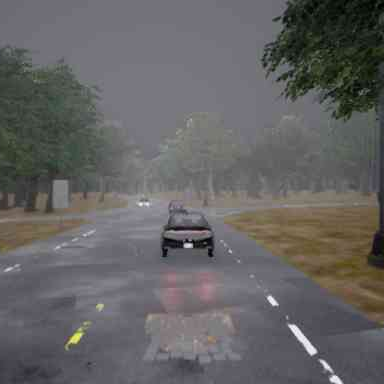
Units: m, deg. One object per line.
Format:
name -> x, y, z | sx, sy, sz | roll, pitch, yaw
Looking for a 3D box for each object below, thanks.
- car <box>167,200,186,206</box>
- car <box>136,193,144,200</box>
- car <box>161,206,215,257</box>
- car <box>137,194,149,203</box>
car -> -1.617, 1.554, 35.329 | 2.033, 1.411, 5.357 | -1, 2, -6
car -> -13.364, 1.160, 86.658 | 2.150, 2.045, 5.566 | 0, 0, -13
car -> -0.202, 1.532, 13.215 | 2.128, 1.511, 4.902 | 0, 0, -2
car -> -10.169, 1.609, 71.152 | 1.895, 1.301, 4.718 | 0, 0, -10
